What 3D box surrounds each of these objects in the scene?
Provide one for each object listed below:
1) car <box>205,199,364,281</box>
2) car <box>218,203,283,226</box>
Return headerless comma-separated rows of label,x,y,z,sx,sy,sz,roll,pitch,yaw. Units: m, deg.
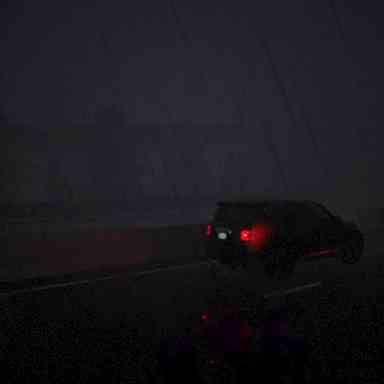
car,2.967,1.247,10.159,5.566,2.045,2.150,1,0,-35
car,4.316,1.568,24.164,4.718,1.301,1.895,-2,1,-35
